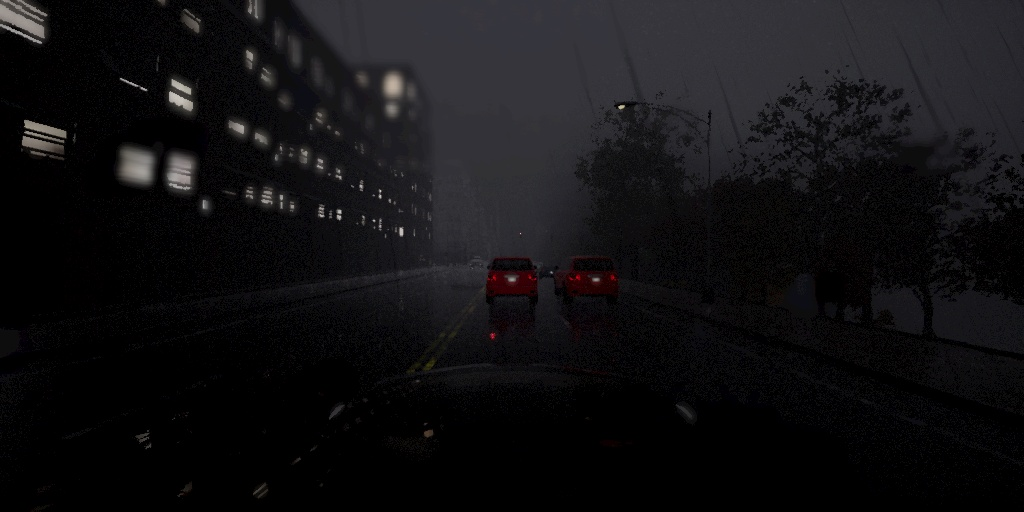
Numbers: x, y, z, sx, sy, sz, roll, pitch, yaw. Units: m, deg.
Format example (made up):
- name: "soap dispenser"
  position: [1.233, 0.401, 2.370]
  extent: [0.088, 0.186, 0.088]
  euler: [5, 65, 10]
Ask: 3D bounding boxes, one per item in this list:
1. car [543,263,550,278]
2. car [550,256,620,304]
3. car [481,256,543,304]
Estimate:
- name: "car"
  position: [3.250, 1.324, 31.500]
  extent: [1.994, 1.385, 4.181]
  euler: [0, 0, 0]
- name: "car"
  position: [3.249, 1.007, 16.530]
  extent: [2.150, 2.045, 5.566]
  euler: [0, 0, 0]
- name: "car"
  position: [-0.001, 1.007, 16.530]
  extent: [2.150, 2.045, 5.566]
  euler: [0, 0, 0]
